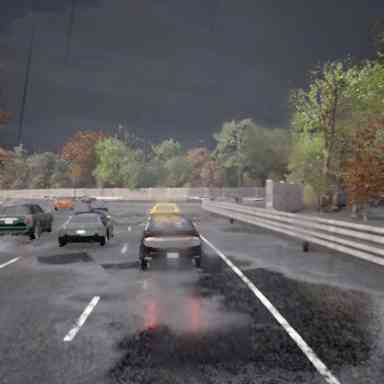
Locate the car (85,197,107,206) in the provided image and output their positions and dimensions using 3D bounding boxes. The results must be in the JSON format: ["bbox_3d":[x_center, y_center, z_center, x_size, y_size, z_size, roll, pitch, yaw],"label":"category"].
[{"bbox_3d":[-11.116,1.592,39.232,2.033,1.411,5.357,0,0,-22],"label":"car"}]

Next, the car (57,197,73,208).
[{"bbox_3d":[-16.926,1.416,43.668,2.097,1.767,4.553,0,0,-24],"label":"car"}]

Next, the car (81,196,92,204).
[{"bbox_3d":[-19.299,1.582,62.223,1.837,1.490,4.892,0,0,-33],"label":"car"}]

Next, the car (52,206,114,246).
[{"bbox_3d":[-4.779,1.583,15.443,1.994,1.385,4.181,0,0,-8],"label":"car"}]

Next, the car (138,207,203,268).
[{"bbox_3d":[-0.785,1.496,11.368,2.128,1.511,4.902,0,0,-6],"label":"car"}]

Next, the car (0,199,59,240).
[{"bbox_3d":[-8.631,1.383,17.152,2.097,1.767,4.553,0,0,-10],"label":"car"}]

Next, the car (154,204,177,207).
[{"bbox_3d":[-1.756,1.488,21.716,1.882,1.535,5.008,0,0,-6],"label":"car"}]
